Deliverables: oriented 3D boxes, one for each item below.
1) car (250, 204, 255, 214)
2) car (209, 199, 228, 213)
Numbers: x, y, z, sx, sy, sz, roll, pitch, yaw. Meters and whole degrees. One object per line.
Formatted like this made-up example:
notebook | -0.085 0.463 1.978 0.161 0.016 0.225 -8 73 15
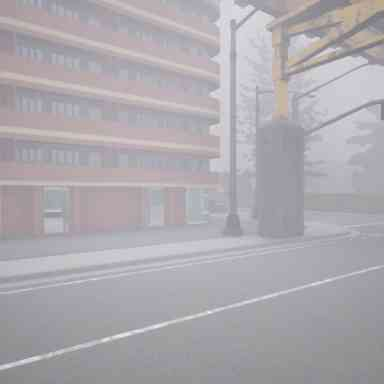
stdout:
car | 7.337 1.478 29.196 1.882 1.535 5.008 0 0 -35
car | 1.939 1.526 36.865 1.812 1.442 4.674 0 0 -35
